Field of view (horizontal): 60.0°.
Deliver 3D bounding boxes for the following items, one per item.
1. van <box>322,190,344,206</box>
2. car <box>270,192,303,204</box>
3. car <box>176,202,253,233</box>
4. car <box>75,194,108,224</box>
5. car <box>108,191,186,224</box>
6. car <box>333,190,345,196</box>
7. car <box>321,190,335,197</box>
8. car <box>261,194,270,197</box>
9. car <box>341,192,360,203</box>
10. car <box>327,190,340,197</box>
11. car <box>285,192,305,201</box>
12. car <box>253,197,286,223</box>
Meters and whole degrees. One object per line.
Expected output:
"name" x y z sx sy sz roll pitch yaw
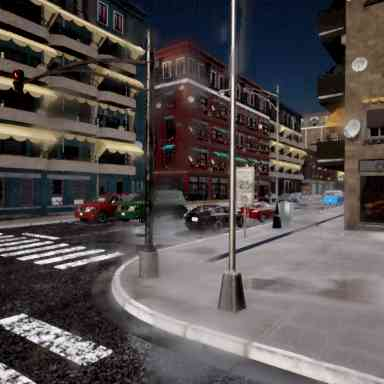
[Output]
"van" 17.388 0.721 40.781 1.690 1.788 3.998 2 2 35
"car" 12.731 0.881 44.163 2.033 1.411 5.357 1 1 36
"car" 1.340 1.348 18.019 1.947 1.339 4.313 2 2 35
"car" -5.485 1.032 22.872 2.192 1.841 5.009 2 2 35
"car" -2.596 0.938 22.502 2.150 2.045 5.566 1 1 35
"car" 36.232 0.256 82.071 1.802 1.307 4.206 2 2 35
"car" 29.814 0.378 72.964 1.887 1.381 4.507 2 2 35
"car" 10.559 0.880 45.644 1.947 1.339 4.313 2 2 35
"car" 23.804 0.764 49.890 1.887 1.381 4.507 2 2 35
"car" 33.023 0.336 77.517 1.802 1.307 4.206 2 2 35
"car" 16.977 0.719 54.751 1.947 1.339 4.313 2 2 35
"car" 4.549 1.283 22.572 1.802 1.307 4.206 2 2 35
